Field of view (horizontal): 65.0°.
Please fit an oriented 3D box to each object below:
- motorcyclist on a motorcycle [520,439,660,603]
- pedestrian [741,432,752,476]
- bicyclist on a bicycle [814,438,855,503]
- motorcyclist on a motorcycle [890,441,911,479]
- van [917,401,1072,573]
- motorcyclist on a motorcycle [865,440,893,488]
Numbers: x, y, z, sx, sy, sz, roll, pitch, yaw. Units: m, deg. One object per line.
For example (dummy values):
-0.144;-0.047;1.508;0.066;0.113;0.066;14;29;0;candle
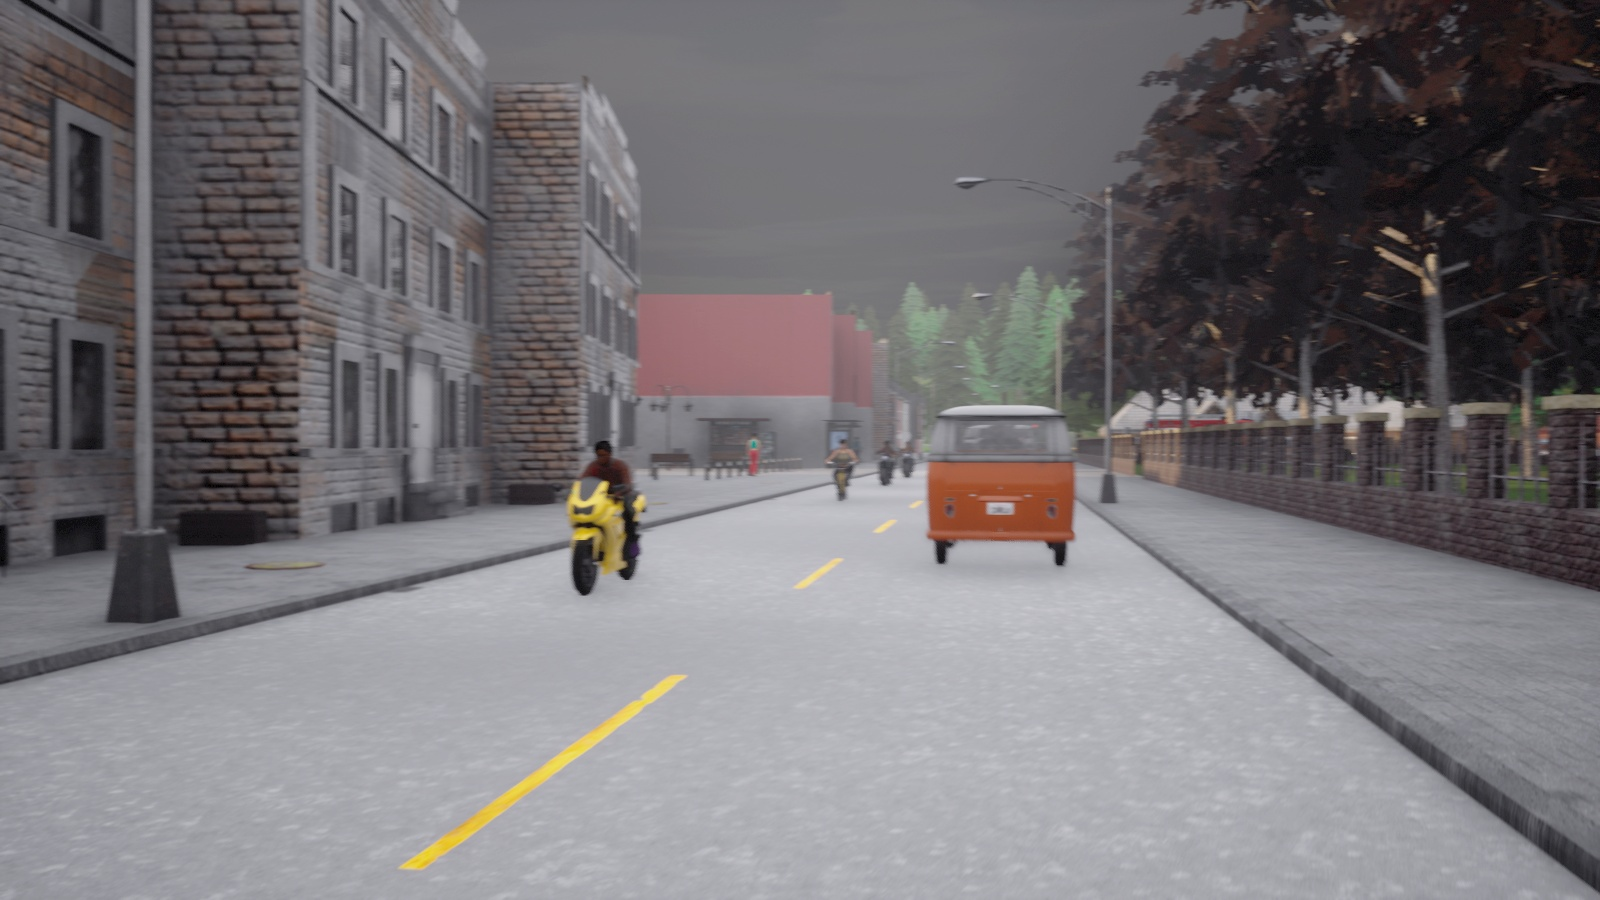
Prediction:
-2.080;0.655;12.754;0.797;1.523;2.044;0;0;9;motorcyclist on a motorcycle
-2.228;0.172;52.374;0.345;1.836;0.594;0;0;10;pedestrian
0.897;0.515;32.212;0.866;1.612;1.509;0;0;8;bicyclist on a bicycle
4.415;0.419;55.030;0.766;1.649;2.350;0;0;9;motorcyclist on a motorcycle
2.594;0.418;16.847;1.775;1.987;4.442;0;0;9;van
2.812;0.469;44.664;0.766;1.649;2.350;0;0;9;motorcyclist on a motorcycle
